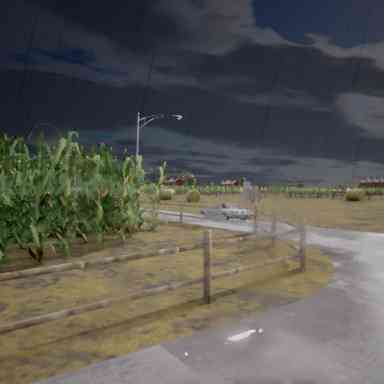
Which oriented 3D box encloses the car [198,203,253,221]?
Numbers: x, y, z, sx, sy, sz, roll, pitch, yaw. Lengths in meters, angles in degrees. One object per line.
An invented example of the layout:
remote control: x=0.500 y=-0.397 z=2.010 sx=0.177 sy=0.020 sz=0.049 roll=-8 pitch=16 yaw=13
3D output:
car: x=2.380 y=1.461 z=25.402 sx=1.895 sy=1.301 sz=4.718 roll=2 pitch=-1 yaw=-32
